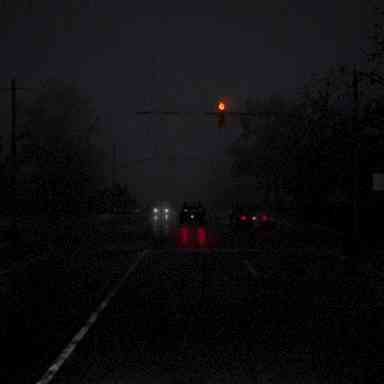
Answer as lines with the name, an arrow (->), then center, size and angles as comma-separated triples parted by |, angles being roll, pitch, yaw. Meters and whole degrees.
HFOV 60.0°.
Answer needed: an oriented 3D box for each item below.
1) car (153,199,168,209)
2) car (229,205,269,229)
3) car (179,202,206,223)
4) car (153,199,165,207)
car -> -4.318, 1.662, 46.562 | 1.812, 1.442, 4.674 | 0, -1, -4
car -> 3.543, 1.560, 21.420 | 2.033, 1.411, 5.357 | 0, 0, 0
car -> 0.029, 1.506, 25.427 | 2.128, 1.511, 4.902 | 0, 0, 0
car -> -6.321, 2.031, 63.447 | 1.994, 1.385, 4.181 | 0, -1, -10
